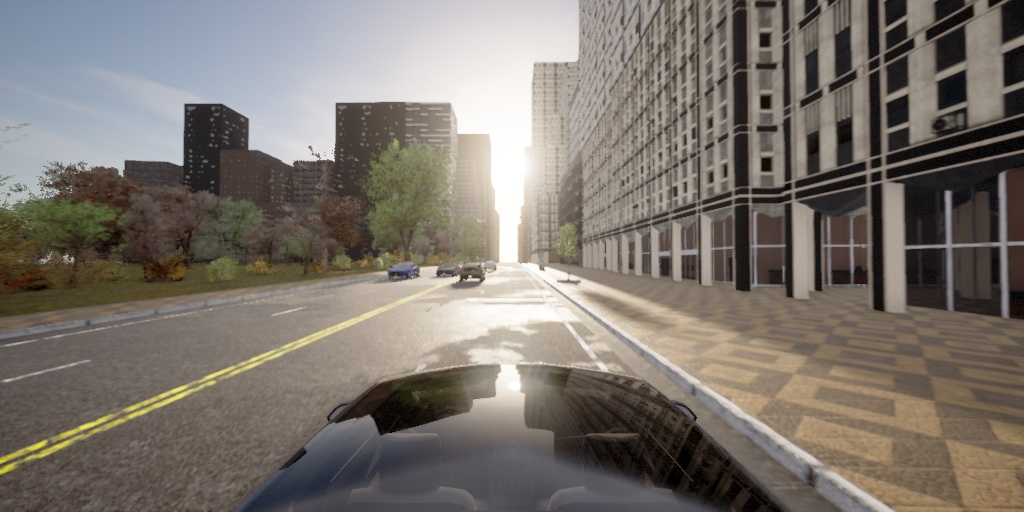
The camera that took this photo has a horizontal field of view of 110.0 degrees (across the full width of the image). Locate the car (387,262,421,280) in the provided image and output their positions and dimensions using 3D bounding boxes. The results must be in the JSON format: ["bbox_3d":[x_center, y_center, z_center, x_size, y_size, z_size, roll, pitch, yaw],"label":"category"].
[{"bbox_3d":[-9.841,1.299,32.968,1.882,1.535,5.008,0,-1,0],"label":"car"}]

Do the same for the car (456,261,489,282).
[{"bbox_3d":[-3.182,1.308,29.743,1.837,1.490,4.892,0,0,0],"label":"car"}]

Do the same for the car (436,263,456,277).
[{"bbox_3d":[-6.554,1.382,37.423,2.033,1.411,5.357,0,0,0],"label":"car"}]

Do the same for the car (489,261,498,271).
[{"bbox_3d":[-3.211,1.427,53.568,1.812,1.442,4.674,0,0,0],"label":"car"}]
